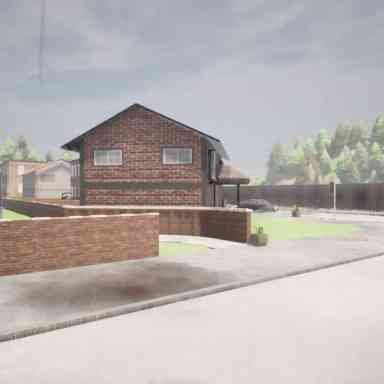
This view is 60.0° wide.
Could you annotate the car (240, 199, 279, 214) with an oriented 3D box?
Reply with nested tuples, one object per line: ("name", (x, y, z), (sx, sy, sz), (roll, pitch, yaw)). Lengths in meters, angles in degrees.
("car", (7.100, 1.491, 35.678), (2.128, 1.511, 4.902), (0, 0, -35))

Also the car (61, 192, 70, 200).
("car", (-14.083, 0.973, 38.794), (1.905, 1.878, 3.866), (0, 0, -35))

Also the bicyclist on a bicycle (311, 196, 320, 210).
("bicyclist on a bicycle", (14.683, 1.349, 39.508), (1.656, 1.620, 0.582), (0, 0, -36))
